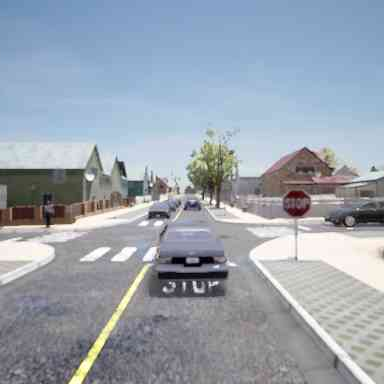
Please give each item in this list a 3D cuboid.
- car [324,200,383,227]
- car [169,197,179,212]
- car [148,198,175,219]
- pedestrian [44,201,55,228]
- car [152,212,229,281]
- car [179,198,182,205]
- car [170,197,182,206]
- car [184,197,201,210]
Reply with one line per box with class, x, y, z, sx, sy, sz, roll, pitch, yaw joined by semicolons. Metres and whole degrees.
car;10.348;1.235;19.629;4.892;1.490;1.837;-2;-1;0
car;-2.860;1.597;39.148;1.994;1.385;4.181;0;0;0
car;-2.826;1.574;29.877;2.033;1.411;5.357;0;0;-1
pedestrian;-9.698;1.480;22.417;0.375;1.860;0.375;0;0;0
car;-0.132;1.558;9.861;2.033;1.411;5.357;0;0;-3
car;-2.855;1.530;48.615;2.128;1.511;4.902;0;0;0
car;-2.829;1.644;58.616;1.895;1.301;4.718;0;0;0
car;0.077;1.388;44.351;2.097;1.767;4.553;0;0;0
